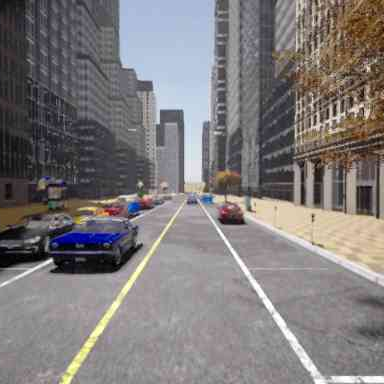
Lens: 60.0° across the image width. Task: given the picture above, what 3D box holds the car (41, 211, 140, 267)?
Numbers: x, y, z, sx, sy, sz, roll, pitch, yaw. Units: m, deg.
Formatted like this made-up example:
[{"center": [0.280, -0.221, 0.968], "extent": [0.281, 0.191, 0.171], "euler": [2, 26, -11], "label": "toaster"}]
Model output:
[{"center": [-3.055, 1.542, 11.330], "extent": [1.895, 1.301, 4.718], "euler": [0, 0, 0], "label": "car"}]

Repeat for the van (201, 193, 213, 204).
[{"center": [2.702, 1.078, 57.607], "extent": [1.690, 1.788, 3.998], "euler": [-1, 0, 0], "label": "van"}]

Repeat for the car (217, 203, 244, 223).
[{"center": [2.691, 1.464, 23.858], "extent": [1.802, 1.307, 4.206], "euler": [-1, 0, 0], "label": "car"}]

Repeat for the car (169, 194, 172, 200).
[{"center": [-5.664, 1.204, 80.111], "extent": [2.008, 1.369, 4.403], "euler": [-1, 0, 0], "label": "car"}]

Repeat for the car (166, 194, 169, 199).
[{"center": [-5.674, 1.288, 57.611], "extent": [2.008, 1.369, 4.403], "euler": [-1, 0, 0], "label": "car"}]

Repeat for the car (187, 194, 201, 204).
[{"center": [0.027, 1.289, 56.467], "extent": [2.033, 1.411, 5.357], "euler": [0, 0, 0], "label": "car"}]

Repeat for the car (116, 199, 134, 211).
[{"center": [-5.690, 1.427, 23.862], "extent": [1.887, 1.381, 4.507], "euler": [-1, 0, 0], "label": "car"}]

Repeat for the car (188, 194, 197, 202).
[{"center": [0.032, 1.220, 67.094], "extent": [1.812, 1.442, 4.674], "euler": [0, 0, 0], "label": "car"}]

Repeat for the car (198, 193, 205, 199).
[{"center": [2.721, 1.139, 91.528], "extent": [1.752, 1.417, 4.829], "euler": [-1, 0, 0], "label": "car"}]

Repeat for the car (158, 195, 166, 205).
[{"center": [-5.677, 1.311, 51.987], "extent": [2.008, 1.369, 4.403], "euler": [-1, 0, 0], "label": "car"}]

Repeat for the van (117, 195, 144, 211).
[{"center": [-5.690, 1.198, 29.485], "extent": [1.690, 1.788, 3.998], "euler": [-1, 0, 0], "label": "van"}]

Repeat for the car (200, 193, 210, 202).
[{"center": [2.709, 1.135, 68.857], "extent": [1.967, 1.590, 4.097], "euler": [-1, 0, 0], "label": "car"}]

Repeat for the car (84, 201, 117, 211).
[{"center": [-5.693, 1.435, 18.067], "extent": [1.752, 1.417, 4.829], "euler": [-1, 0, 0], "label": "car"}]

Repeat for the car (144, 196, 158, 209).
[{"center": [-5.682, 1.352, 40.736], "extent": [1.887, 1.381, 4.507], "euler": [-1, 0, 0], "label": "car"}]

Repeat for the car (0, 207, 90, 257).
[{"center": [-5.695, 1.486, 12.611], "extent": [2.008, 1.369, 4.403], "euler": [-1, 0, 0], "label": "car"}]
